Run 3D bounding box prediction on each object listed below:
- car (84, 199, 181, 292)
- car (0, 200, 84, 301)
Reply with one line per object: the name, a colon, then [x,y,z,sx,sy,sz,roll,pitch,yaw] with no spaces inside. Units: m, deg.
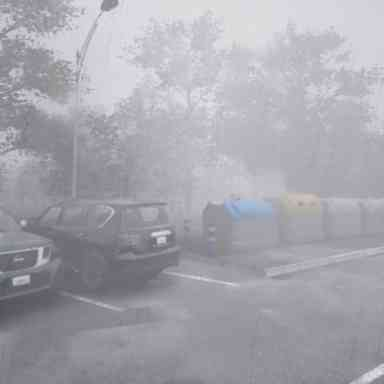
car: [-2.881,1.231,9.131,5.566,2.045,2.435,-1,0,35]
car: [-5.248,1.235,7.407,5.566,2.045,2.435,-1,-1,35]
